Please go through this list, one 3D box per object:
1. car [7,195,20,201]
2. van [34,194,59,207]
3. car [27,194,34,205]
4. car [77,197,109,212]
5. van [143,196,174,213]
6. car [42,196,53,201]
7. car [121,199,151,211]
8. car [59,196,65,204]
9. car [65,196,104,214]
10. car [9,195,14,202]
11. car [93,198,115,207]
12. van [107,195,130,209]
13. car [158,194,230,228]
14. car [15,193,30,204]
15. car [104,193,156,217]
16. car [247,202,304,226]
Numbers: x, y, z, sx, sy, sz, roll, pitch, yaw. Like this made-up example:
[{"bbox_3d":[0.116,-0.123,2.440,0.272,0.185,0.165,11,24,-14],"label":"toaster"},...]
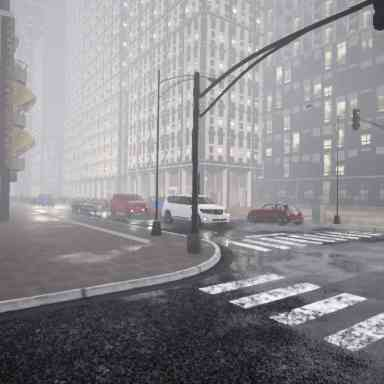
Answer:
[{"bbox_3d":[-40.031,1.377,74.513,2.008,1.369,4.403,1,-1,-35],"label":"car"},{"bbox_3d":[-20.502,1.197,46.813,1.690,1.788,3.998,1,-1,-35],"label":"van"},{"bbox_3d":[-23.760,1.432,51.428,1.802,1.307,4.206,1,-1,-35],"label":"car"},{"bbox_3d":[-11.531,1.412,38.597,2.128,1.511,4.902,1,-1,-35],"label":"car"},{"bbox_3d":[-3.891,1.382,37.790,1.690,1.788,3.998,1,-1,-35],"label":"van"},{"bbox_3d":[-36.438,1.569,83.956,1.802,1.307,4.206,1,-1,-35],"label":"car"},{"bbox_3d":[-7.148,1.584,42.404,2.008,1.369,4.403,1,-1,-35],"label":"car"},{"bbox_3d":[-23.998,1.433,61.815,1.882,1.535,5.008,1,-1,-35],"label":"car"},{"bbox_3d":[-10.743,1.426,32.960,2.008,1.369,4.403,1,-1,-35],"label":"car"},{"bbox_3d":[-36.777,1.396,69.896,1.947,1.339,4.313,1,-1,-35],"label":"car"},{"bbox_3d":[-13.658,1.586,51.638,1.947,1.339,4.313,1,-1,-35],"label":"car"},{"bbox_3d":[-10.399,1.368,47.024,1.690,1.788,3.998,1,-1,-35],"label":"van"},{"bbox_3d":[0.084,1.170,22.104,2.150,2.045,5.566,1,-1,-35],"label":"car"},{"bbox_3d":[-30.265,1.154,60.664,2.192,1.841,5.009,1,-1,-35],"label":"car"},{"bbox_3d":[-5.688,1.155,30.297,2.150,2.045,5.566,1,-1,-35],"label":"car"},{"bbox_3d":[5.871,1.505,23.938,1.967,1.590,4.097,1,-1,-35],"label":"car"}]
